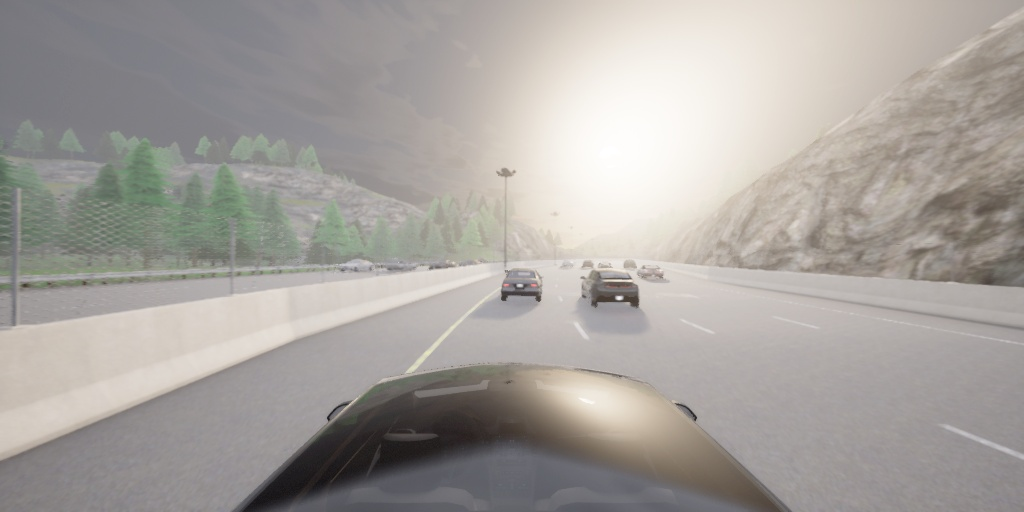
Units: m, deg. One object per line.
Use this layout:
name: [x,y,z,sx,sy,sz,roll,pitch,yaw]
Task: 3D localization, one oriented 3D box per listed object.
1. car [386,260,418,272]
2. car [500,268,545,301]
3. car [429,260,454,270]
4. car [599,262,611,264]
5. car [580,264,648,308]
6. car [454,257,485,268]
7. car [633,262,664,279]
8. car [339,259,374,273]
car: [-13.387,1.204,43.823,1.895,1.301,4.718,1,0,12]
car: [0.571,1.302,17.589,2.033,1.411,5.357,1,0,5]
car: [-9.061,1.197,47.460,2.033,1.411,5.357,1,0,13]
car: [13.162,1.489,50.744,1.895,1.301,4.718,1,0,16]
car: [4.160,1.299,15.689,1.837,1.490,4.892,0,0,4]
car: [-5.504,1.192,47.204,1.837,1.490,4.892,1,0,13]
car: [13.264,1.491,34.619,1.895,1.301,4.718,1,0,12]
car: [-17.535,1.085,40.721,1.812,1.442,4.674,1,0,11]
